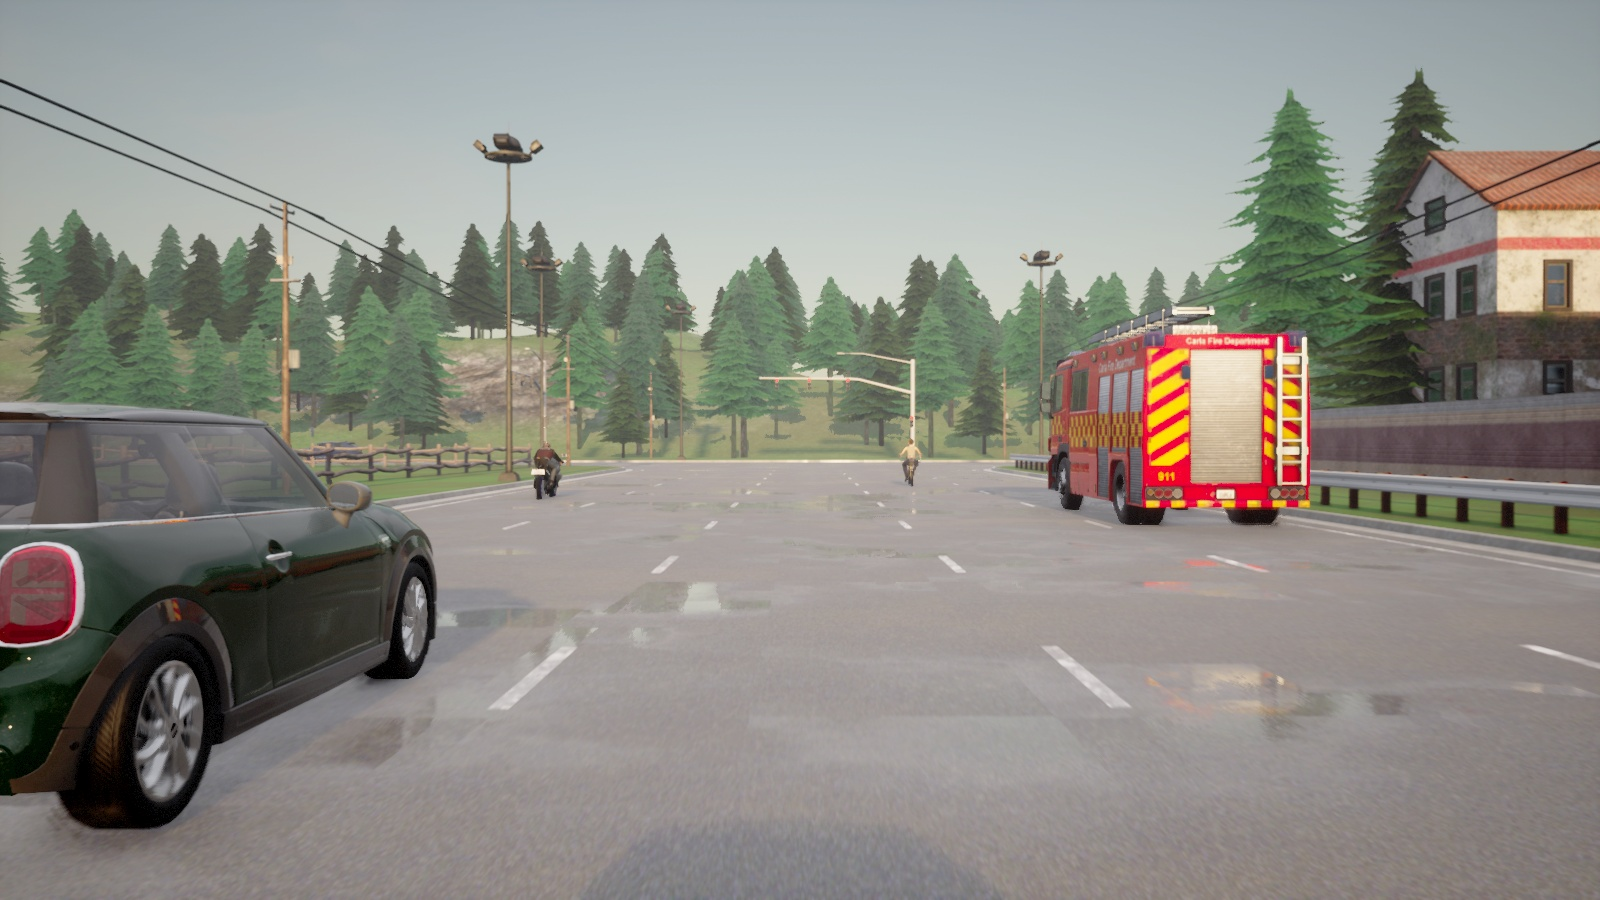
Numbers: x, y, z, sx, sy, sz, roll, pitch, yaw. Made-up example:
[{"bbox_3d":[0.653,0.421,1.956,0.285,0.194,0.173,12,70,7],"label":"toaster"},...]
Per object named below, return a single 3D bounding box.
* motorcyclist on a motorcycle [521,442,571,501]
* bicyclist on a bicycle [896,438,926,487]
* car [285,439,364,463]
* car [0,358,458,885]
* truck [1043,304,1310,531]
[{"bbox_3d":[-6.793,0.562,33.672,0.866,1.530,2.191,0,0,0],"label":"motorcyclist on a motorcycle"},{"bbox_3d":[3.754,0.415,42.579,0.866,1.612,1.509,0,0,1],"label":"bicyclist on a bicycle"},{"bbox_3d":[-33.677,0.084,89.021,4.856,1.649,2.033,0,0,1],"label":"car"},{"bbox_3d":[-3.448,0.561,6.496,2.097,1.767,4.553,0,0,0],"label":"car"},{"bbox_3d":[7.175,-0.574,25.452,2.891,3.827,8.468,0,0,0],"label":"truck"}]
